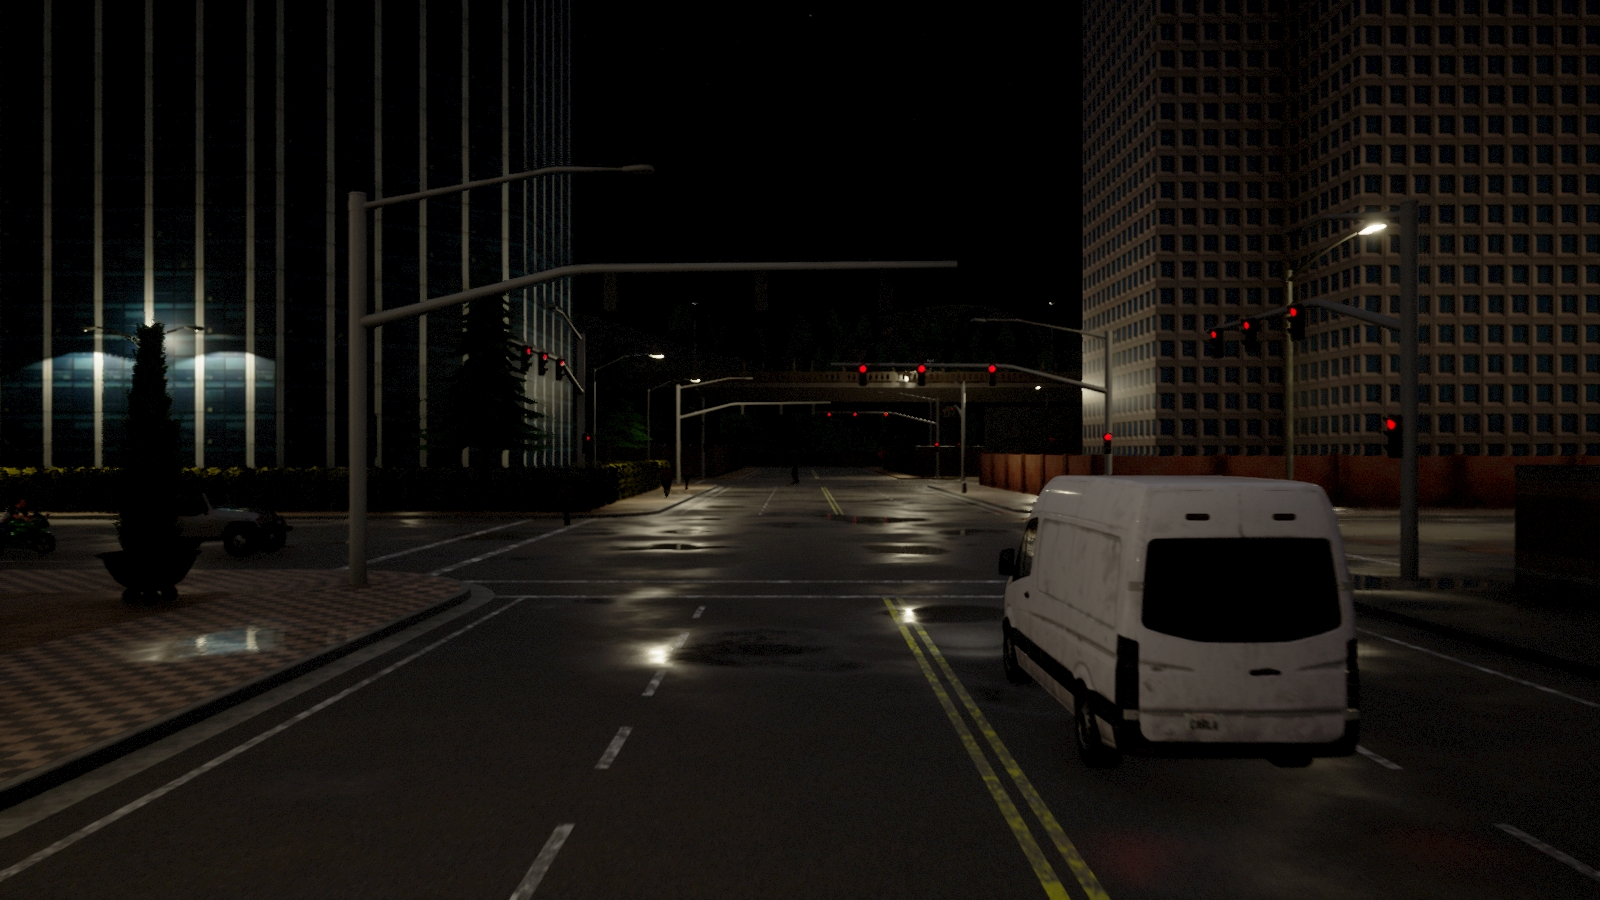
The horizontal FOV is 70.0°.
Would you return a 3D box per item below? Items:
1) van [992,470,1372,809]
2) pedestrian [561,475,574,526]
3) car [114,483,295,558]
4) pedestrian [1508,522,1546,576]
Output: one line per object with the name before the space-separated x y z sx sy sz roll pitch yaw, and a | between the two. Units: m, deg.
van | 3.497 1.537 11.933 1.988 2.561 5.915 0 0 0
pedestrian | -8.550 1.856 42.012 0.375 1.860 0.375 0 0 2
car | -15.878 1.862 30.612 3.866 1.878 1.905 0 0 0
pedestrian | 15.370 2.083 24.167 0.500 1.100 0.500 0 0 1
